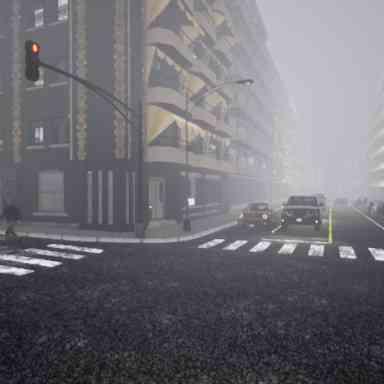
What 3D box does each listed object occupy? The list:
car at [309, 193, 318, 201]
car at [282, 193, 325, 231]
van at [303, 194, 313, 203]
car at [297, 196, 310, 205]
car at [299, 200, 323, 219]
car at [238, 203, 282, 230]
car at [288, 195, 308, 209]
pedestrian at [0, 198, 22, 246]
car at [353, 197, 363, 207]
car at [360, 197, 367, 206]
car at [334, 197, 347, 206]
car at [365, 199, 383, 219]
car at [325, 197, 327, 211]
[{"bbox_3d":[32.398,1.285,88.713,2.192,1.841,5.009,0,0,23],"label":"car"},{"bbox_3d":[7.065,1.214,21.156,2.150,2.045,5.566,0,0,23],"label":"car"},{"bbox_3d":[23.725,1.320,67.892,1.690,1.788,3.998,0,0,23],"label":"van"},{"bbox_3d":[19.323,1.508,57.324,1.752,1.417,4.829,0,0,23],"label":"car"},{"bbox_3d":[10.957,1.495,30.491,1.837,1.490,4.892,0,0,23],"label":"car"},{"bbox_3d":[4.210,1.433,21.045,1.967,1.590,4.097,0,0,23],"label":"car"},{"bbox_3d":[15.051,1.301,47.071,2.192,1.841,5.009,0,0,23],"label":"car"},{"bbox_3d":[-6.864,1.071,12.616,0.375,1.860,0.375,0,-1,22],"label":"pedestrian"},{"bbox_3d":[24.954,1.425,49.048,1.967,1.590,4.097,0,0,23],"label":"car"},{"bbox_3d":[18.449,1.533,33.432,1.887,1.381,4.507,0,0,23],"label":"car"},{"bbox_3d":[25.129,1.547,56.202,1.994,1.385,4.181,0,0,23],"label":"car"},{"bbox_3d":[16.281,1.541,28.228,2.008,1.369,4.403,0,0,23],"label":"car"},{"bbox_3d":[15.091,1.209,40.392,2.150,2.045,5.566,0,0,23],"label":"car"}]
